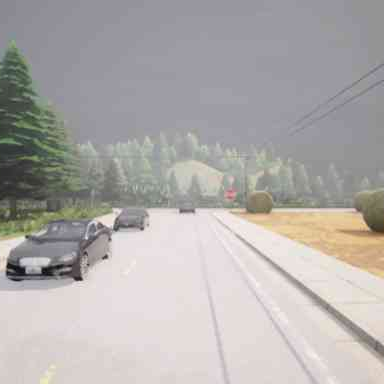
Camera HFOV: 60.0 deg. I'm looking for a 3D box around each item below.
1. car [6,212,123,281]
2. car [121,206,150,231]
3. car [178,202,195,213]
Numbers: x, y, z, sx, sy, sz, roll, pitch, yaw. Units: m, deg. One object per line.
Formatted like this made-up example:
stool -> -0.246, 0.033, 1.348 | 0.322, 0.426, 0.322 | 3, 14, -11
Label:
car -> -3.744, 1.595, 10.227 | 2.128, 1.511, 4.902 | 0, -1, -1
car -> -3.927, 1.726, 22.302 | 1.837, 1.490, 4.892 | 0, -1, -1
car -> -0.651, 1.980, 42.571 | 1.994, 1.385, 4.181 | 0, 0, -4
